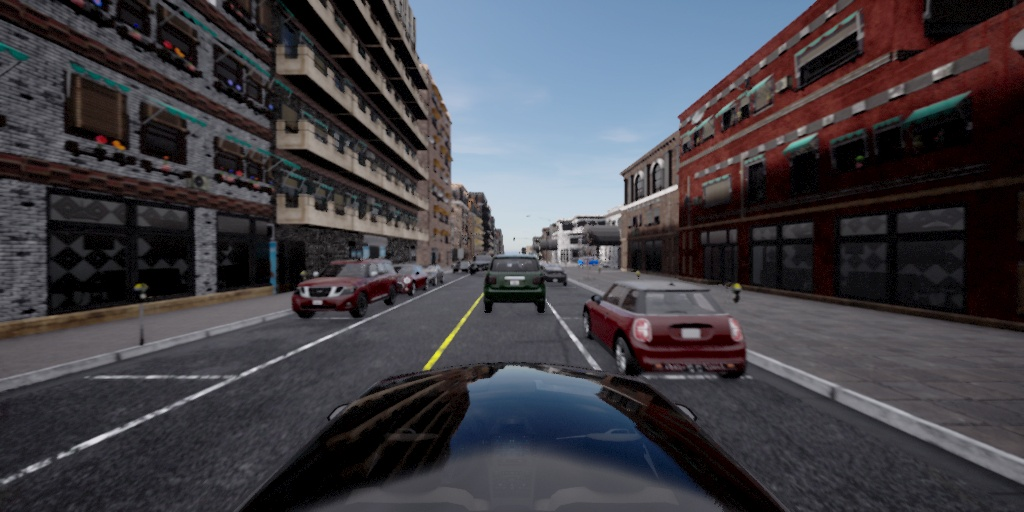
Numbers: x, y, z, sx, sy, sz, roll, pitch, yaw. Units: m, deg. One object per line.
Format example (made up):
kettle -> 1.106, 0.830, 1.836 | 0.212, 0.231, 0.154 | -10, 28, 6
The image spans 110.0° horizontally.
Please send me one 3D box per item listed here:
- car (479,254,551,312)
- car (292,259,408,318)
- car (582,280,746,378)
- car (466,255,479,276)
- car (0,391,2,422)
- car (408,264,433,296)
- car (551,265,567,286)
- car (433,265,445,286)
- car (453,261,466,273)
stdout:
car -> 0.093, 0.951, 14.270 | 2.150, 2.045, 5.566 | 0, 0, 0
car -> -5.692, 1.046, 13.019 | 2.192, 1.841, 5.009 | 0, 0, 0
car -> 2.689, 1.180, 7.320 | 1.967, 1.591, 4.097 | 0, 0, 0
car -> -3.099, 0.922, 37.498 | 2.150, 2.045, 5.566 | 0, 0, 0
car -> -5.691, 1.332, 1.626 | 1.802, 1.307, 4.207 | 0, 0, 0
car -> -5.692, 1.162, 18.716 | 1.967, 1.591, 4.097 | 0, 0, 0
car -> 2.688, 1.265, 24.409 | 2.007, 1.370, 4.403 | 0, 0, 0
car -> -5.692, 1.265, 24.413 | 2.007, 1.370, 4.403 | 0, 0, 0
car -> -5.694, 1.264, 41.503 | 1.948, 1.339, 4.313 | 0, 0, 0
